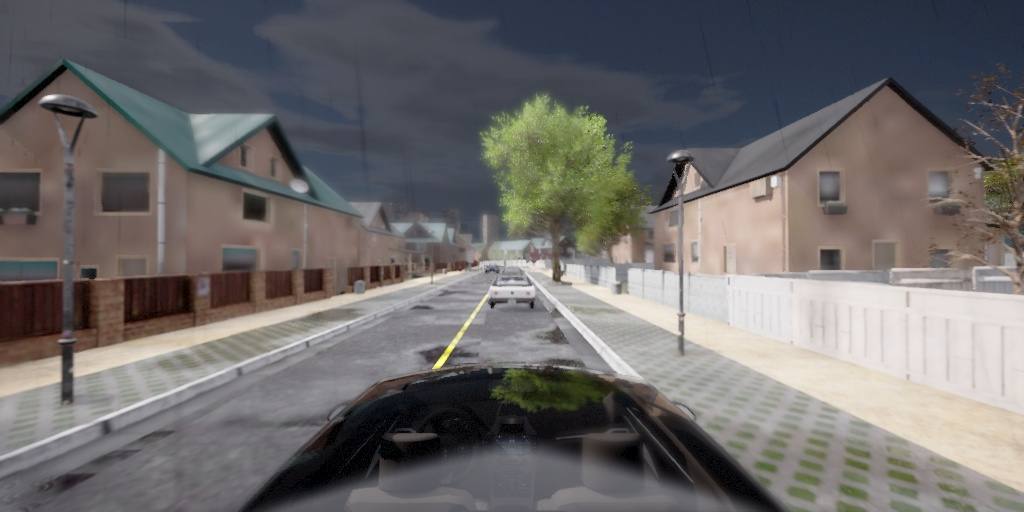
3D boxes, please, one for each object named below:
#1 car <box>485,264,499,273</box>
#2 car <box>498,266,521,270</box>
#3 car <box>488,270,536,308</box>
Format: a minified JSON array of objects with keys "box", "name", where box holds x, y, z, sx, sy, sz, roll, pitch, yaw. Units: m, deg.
[{"box":[-2.721,1.771,51.016,1.994,1.385,4.181,0,-1,0],"name":"car"},{"box":[0.021,1.627,30.960,1.895,1.301,4.718,0,0,0],"name":"car"},{"box":[0.011,1.485,15.960,1.895,1.301,4.718,0,-1,0],"name":"car"}]
